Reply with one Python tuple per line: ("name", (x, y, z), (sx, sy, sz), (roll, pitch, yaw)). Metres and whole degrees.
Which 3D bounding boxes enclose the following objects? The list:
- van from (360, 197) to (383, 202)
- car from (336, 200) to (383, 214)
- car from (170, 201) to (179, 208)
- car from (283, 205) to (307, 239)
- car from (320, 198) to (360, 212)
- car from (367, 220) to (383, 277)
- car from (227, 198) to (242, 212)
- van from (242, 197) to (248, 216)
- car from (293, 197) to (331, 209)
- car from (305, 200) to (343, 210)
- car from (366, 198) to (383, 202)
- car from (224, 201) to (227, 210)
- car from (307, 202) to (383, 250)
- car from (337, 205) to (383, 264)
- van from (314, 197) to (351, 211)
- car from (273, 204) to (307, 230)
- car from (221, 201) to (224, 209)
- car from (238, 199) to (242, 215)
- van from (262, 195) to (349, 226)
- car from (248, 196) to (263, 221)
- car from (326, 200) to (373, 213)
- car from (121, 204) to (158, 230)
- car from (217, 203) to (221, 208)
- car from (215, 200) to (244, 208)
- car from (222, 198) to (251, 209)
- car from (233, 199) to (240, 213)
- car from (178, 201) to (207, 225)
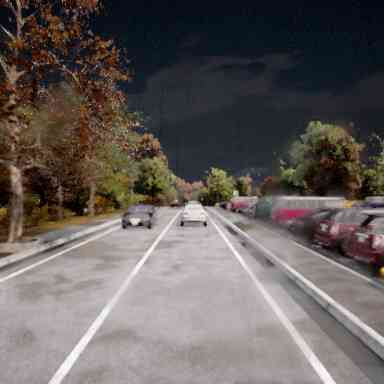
("van", (20.296, 1.464, 34.372), (4.442, 1.987, 1.878), (0, -1, 0))
("car", (20.186, 1.784, 39.908), (5.008, 1.535, 2.097), (0, -1, 0))
("car", (-3.191, 2.397, 63.695), (1.895, 1.301, 4.718), (0, -2, 1))
("car", (7.051, 1.515, 15.161), (5.008, 1.535, 2.097), (0, 0, 0))
("car", (20.172, 1.752, 45.451), (4.553, 1.767, 2.185), (0, -1, 0))
("car", (6.852, 1.505, 6.832), (5.366, 1.575, 1.946), (0, 0, 0))
("car", (7.117, 1.789, 40.124), (5.008, 1.535, 2.097), (0, -1, 0))
("van", (6.970, 1.375, 29.025), (4.442, 1.987, 1.878), (0, -1, 0))
("car", (20.256, 1.822, 56.528), (5.566, 2.045, 2.435), (0, -1, 0))
("car", (20.209, 1.973, 50.989), (4.892, 1.521, 2.231), (0, -1, 0))
("car", (19.988, 1.640, 31.598), (5.366, 1.575, 1.946), (0, -1, 0))
("car", (7.126, 1.923, 45.675), (4.674, 1.452, 2.002), (0, -1, 0))
("car", (7.019, 1.387, 12.384), (4.553, 1.767, 2.185), (0, 0, 0))
("car", (7.013, 1.385, 9.608), (4.553, 1.767, 2.185), (0, 0, 0))
("van", (20.326, 1.699, 48.222), (4.442, 1.987, 1.878), (0, -1, 0))
("car", (7.065, 1.558, 17.937), (4.674, 1.452, 2.002), (0, 0, 0))
("car", (7.160, 1.960, 48.450), (4.792, 1.488, 2.163), (0, -1, 0))
("car", (7.096, 1.688, 31.796), (4.674, 1.452, 2.002), (0, -1, 0))
("van", (6.952, 1.294, 20.713), (4.442, 1.987, 1.878), (0, 0, 0))
("car", (7.103, 1.271, 23.489), (5.566, 2.045, 2.435), (0, 0, 0))
("car", (20.192, 1.833, 42.804), (5.008, 1.535, 2.097), (0, -1, 0))
("car", (-3.336, 1.575, 21.868), (2.128, 1.511, 4.902), (0, 0, 0))
("car", (7.108, 1.726, 51.232), (5.566, 2.045, 2.435), (0, -1, 0))
("car", (6.975, 2.211, 62.314), (5.366, 1.575, 1.946), (0, -1, 0))
("car", (7.174, 1.901, 54.001), (4.553, 1.767, 2.185), (0, -1, 0))
("car", (7.069, 1.725, 34.573), (4.792, 1.488, 2.163), (0, -1, 0))
("car", (0.116, 1.635, 24.689), (1.812, 1.442, 4.674), (0, -1, 0))
